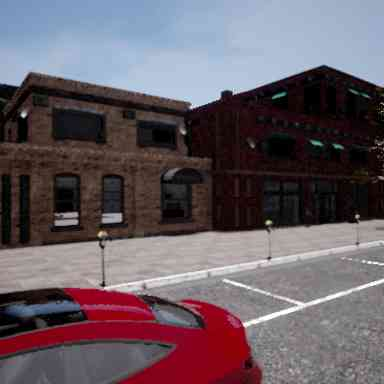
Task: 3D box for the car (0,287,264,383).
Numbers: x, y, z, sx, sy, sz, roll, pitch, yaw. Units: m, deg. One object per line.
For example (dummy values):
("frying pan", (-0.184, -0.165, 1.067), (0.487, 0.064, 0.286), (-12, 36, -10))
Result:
("car", (-1.507, 1.542, 2.299), (4.674, 1.442, 1.812), (1, -1, -35))
